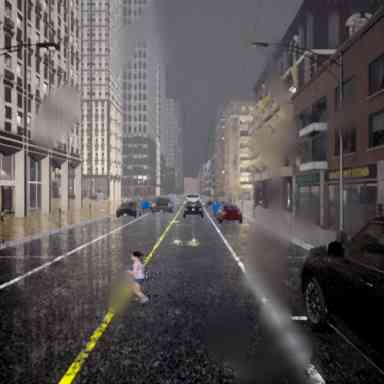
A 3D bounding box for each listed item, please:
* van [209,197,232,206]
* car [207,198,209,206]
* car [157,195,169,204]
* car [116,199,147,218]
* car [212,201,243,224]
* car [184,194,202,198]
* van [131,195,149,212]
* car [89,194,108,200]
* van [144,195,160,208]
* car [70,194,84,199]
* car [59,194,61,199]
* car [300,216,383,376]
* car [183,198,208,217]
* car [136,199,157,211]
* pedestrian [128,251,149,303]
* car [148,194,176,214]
[{"bbox_3d":[2.728,1.335,30.295,1.690,1.788,3.998,0,0,0],"label":"van"},{"bbox_3d":[2.750,1.546,47.240,2.008,1.369,4.403,0,0,0],"label":"car"},{"bbox_3d":[-5.610,1.441,64.197,1.967,1.590,4.097,0,0,0],"label":"car"},{"bbox_3d":[-5.652,1.560,30.305,1.947,1.339,4.313,0,0,0],"label":"car"},{"bbox_3d":[2.721,1.576,24.646,1.802,1.307,4.206,0,0,0],"label":"car"},{"bbox_3d":[0.129,1.217,45.094,2.150,2.045,5.566,0,0,1],"label":"car"},{"bbox_3d":[-5.646,1.335,35.954,1.690,1.788,3.998,0,0,0],"label":"van"},{"bbox_3d":[-21.037,1.074,74.999,4.097,1.590,1.967,1,-1,0],"label":"car"},{"bbox_3d":[-5.631,1.337,47.251,1.690,1.788,3.998,0,0,0],"label":"van"},{"bbox_3d":[-26.614,1.109,74.990,4.206,1.307,1.802,1,-1,0],"label":"car"},{"bbox_3d":[-32.183,0.735,74.990,5.009,1.841,2.192,1,-1,0],"label":"car"},{"bbox_3d":[3.004,1.223,3.646,2.150,2.045,5.566,0,0,0],"label":"car"},{"bbox_3d":[0.126,1.541,31.006,2.033,1.411,5.357,0,0,0],"label":"car"},{"bbox_3d":[-5.638,1.545,41.602,2.008,1.369,4.403,0,0,0],"label":"car"},{"bbox_3d":[-1.058,1.672,6.762,0.500,1.100,0.500,0,0,-2],"label":"pedestrian"},{"bbox_3d":[-3.054,1.346,35.272,2.097,1.767,4.553,0,0,0],"label":"car"}]
